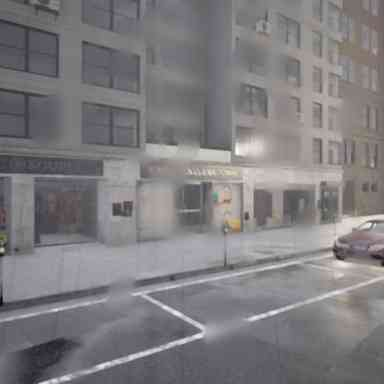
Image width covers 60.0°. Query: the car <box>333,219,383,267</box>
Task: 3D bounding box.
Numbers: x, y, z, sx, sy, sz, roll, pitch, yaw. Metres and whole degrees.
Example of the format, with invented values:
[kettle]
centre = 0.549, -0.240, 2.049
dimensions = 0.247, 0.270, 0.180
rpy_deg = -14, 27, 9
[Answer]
[car]
centre = 6.483, 1.577, 11.192
dimensions = 4.206, 1.307, 1.802
rpy_deg = 0, 0, -36
